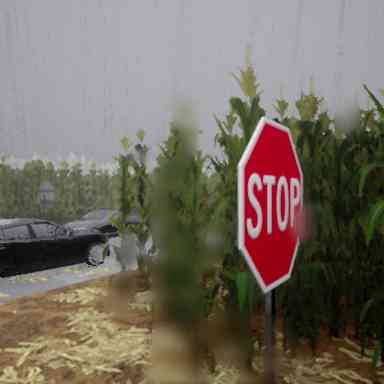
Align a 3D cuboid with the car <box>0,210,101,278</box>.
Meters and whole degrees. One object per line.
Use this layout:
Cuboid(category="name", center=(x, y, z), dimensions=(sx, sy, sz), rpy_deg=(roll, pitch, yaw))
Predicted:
Cuboid(category="car", center=(-4.508, 1.458, 9.101), dimensions=(1.882, 1.535, 5.008), rpy_deg=(0, 0, 36))
